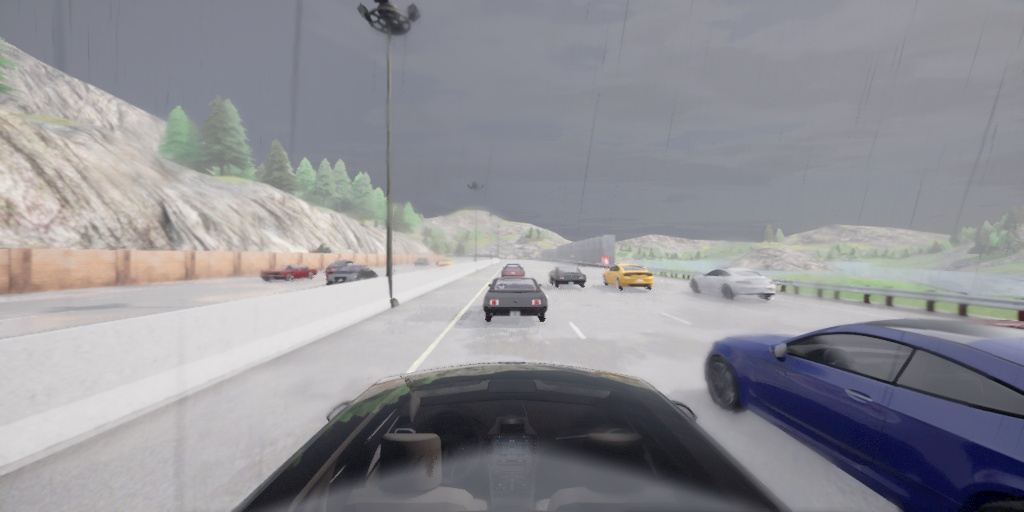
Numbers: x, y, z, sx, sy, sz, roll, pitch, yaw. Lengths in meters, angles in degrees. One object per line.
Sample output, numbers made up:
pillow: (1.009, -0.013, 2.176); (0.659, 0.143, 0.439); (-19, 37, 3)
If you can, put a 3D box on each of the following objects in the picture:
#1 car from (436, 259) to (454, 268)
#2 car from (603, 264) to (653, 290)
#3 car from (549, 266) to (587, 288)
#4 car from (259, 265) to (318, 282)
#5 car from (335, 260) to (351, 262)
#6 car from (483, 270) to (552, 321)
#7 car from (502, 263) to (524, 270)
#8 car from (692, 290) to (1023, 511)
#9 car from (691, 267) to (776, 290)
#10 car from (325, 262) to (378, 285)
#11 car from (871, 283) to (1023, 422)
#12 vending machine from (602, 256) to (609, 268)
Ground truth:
car: (-10.550, 1.224, 57.467); (1.882, 1.535, 5.008); (0, 0, 1)
car: (7.095, 1.226, 22.375); (1.882, 1.535, 5.008); (0, 0, 0)
car: (3.593, 1.349, 23.950); (1.895, 1.301, 4.718); (0, 0, 0)
car: (-17.607, 1.350, 28.509); (1.895, 1.301, 4.718); (0, 0, 0)
car: (-21.091, 1.253, 44.679); (1.837, 1.490, 4.892); (0, 0, 0)
car: (0.096, 1.350, 12.423); (1.895, 1.301, 4.718); (0, 0, 0)
car: (0.091, 1.312, 30.366); (1.994, 1.385, 4.181); (0, 0, 0)
car: (3.597, 1.276, 3.095); (1.812, 1.442, 4.674); (0, 0, 0)
car: (10.595, 1.274, 17.479); (1.812, 1.442, 4.674); (0, 0, 0)
car: (-10.606, 1.313, 24.133); (1.994, 1.385, 4.181); (0, 0, 0)
car: (7.097, 1.227, 3.642); (1.882, 1.535, 5.008); (0, 0, 0)
vending machine: (15.482, 0.941, 59.495); (1.100, 2.100, 0.880); (0, 0, 0)
